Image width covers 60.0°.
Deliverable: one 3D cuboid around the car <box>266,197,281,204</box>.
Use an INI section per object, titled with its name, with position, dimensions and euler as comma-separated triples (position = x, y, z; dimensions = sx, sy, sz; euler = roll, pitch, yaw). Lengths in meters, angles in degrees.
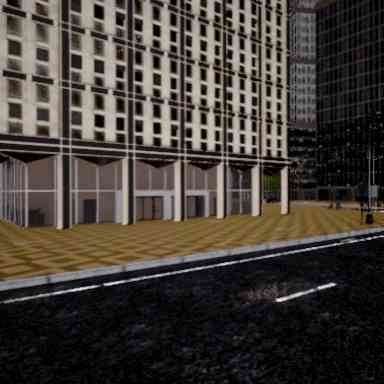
[car]
position = 16.871, 1.688, 68.716
dimensions = 1.882, 1.535, 5.008
euler = 0, 0, -8
